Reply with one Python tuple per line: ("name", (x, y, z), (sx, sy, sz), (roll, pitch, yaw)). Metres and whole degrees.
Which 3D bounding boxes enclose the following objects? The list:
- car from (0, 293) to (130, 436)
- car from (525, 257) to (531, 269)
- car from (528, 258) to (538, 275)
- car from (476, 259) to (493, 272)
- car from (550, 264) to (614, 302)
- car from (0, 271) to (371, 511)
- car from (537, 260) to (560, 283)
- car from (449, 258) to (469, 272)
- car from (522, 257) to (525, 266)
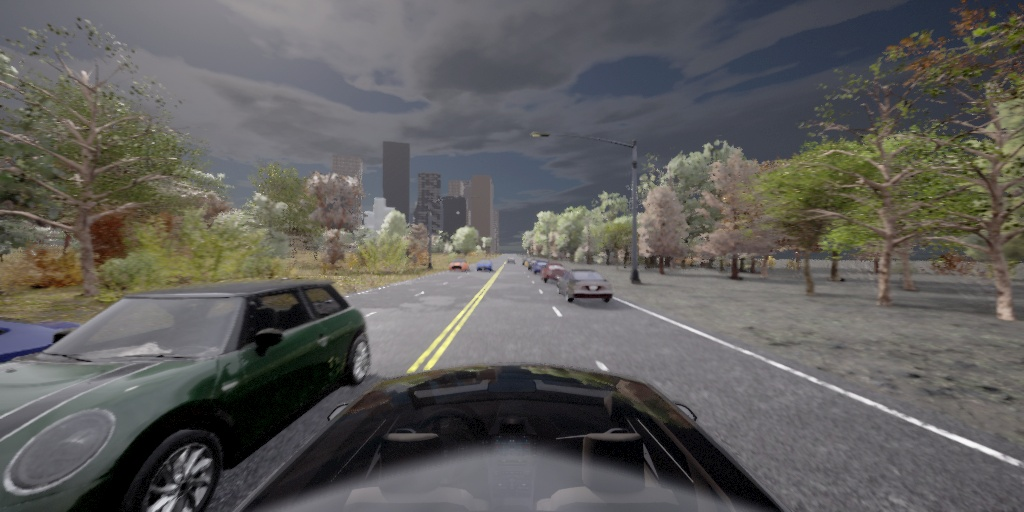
("car", (-6.598, 1.277, 2.998), (1.812, 1.442, 4.674), (0, 0, 0))
("car", (3.165, 1.228, 49.865), (1.812, 1.442, 4.674), (0, 0, 0))
("car", (3.159, 1.252, 39.005), (1.812, 1.442, 4.674), (0, 0, -2))
("car", (-3.392, 1.200, 45.153), (1.882, 1.535, 5.008), (0, 0, 0))
("car", (3.251, 1.296, 16.839), (2.033, 1.411, 5.357), (0, 0, 0))
("car", (-3.347, 1.104, 3.925), (2.097, 1.767, 4.553), (0, 0, 0))
("car", (3.238, 1.269, 27.857), (1.812, 1.442, 4.674), (0, 0, 0))
("car", (-6.641, 1.074, 45.298), (2.097, 1.767, 4.553), (0, 0, 0))
("car", (3.123, 1.136, 61.058), (1.801, 1.575, 5.366), (0, 0, 0))
